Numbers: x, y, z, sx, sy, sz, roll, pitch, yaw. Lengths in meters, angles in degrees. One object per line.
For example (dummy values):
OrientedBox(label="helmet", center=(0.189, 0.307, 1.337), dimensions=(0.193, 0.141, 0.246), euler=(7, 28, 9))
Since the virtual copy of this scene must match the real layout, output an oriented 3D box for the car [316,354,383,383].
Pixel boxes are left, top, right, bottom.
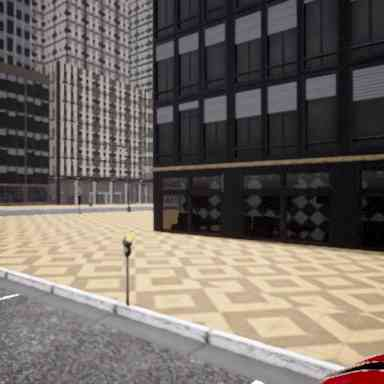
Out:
OrientedBox(label="car", center=(2.331, 1.451, 1.221), dimensions=(4.097, 1.590, 1.967), euler=(1, 0, 36))
